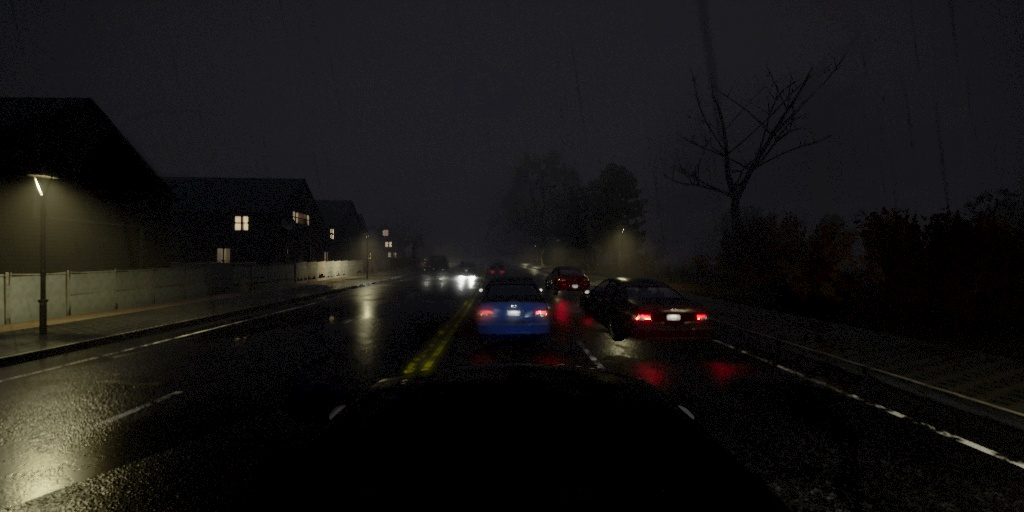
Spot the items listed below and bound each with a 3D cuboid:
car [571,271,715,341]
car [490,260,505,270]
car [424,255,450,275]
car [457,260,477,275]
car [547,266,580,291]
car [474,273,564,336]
[{"bbox_3d":[3.228,1.300,9.811,2.033,1.411,5.357,0,0,-1],"label":"car"},{"bbox_3d":[-2.186,1.263,51.710,1.812,1.442,4.674,0,0,-3],"label":"car"},{"bbox_3d":[-8.050,0.959,38.786,2.150,2.045,5.566,0,0,-4],"label":"car"},{"bbox_3d":[-4.794,1.233,38.821,2.128,1.511,4.902,0,0,-4],"label":"car"},{"bbox_3d":[2.954,1.280,19.519,1.812,1.442,4.674,0,0,-2],"label":"car"},{"bbox_3d":[-0.016,1.300,10.342,2.033,1.411,5.357,0,0,-1],"label":"car"}]
